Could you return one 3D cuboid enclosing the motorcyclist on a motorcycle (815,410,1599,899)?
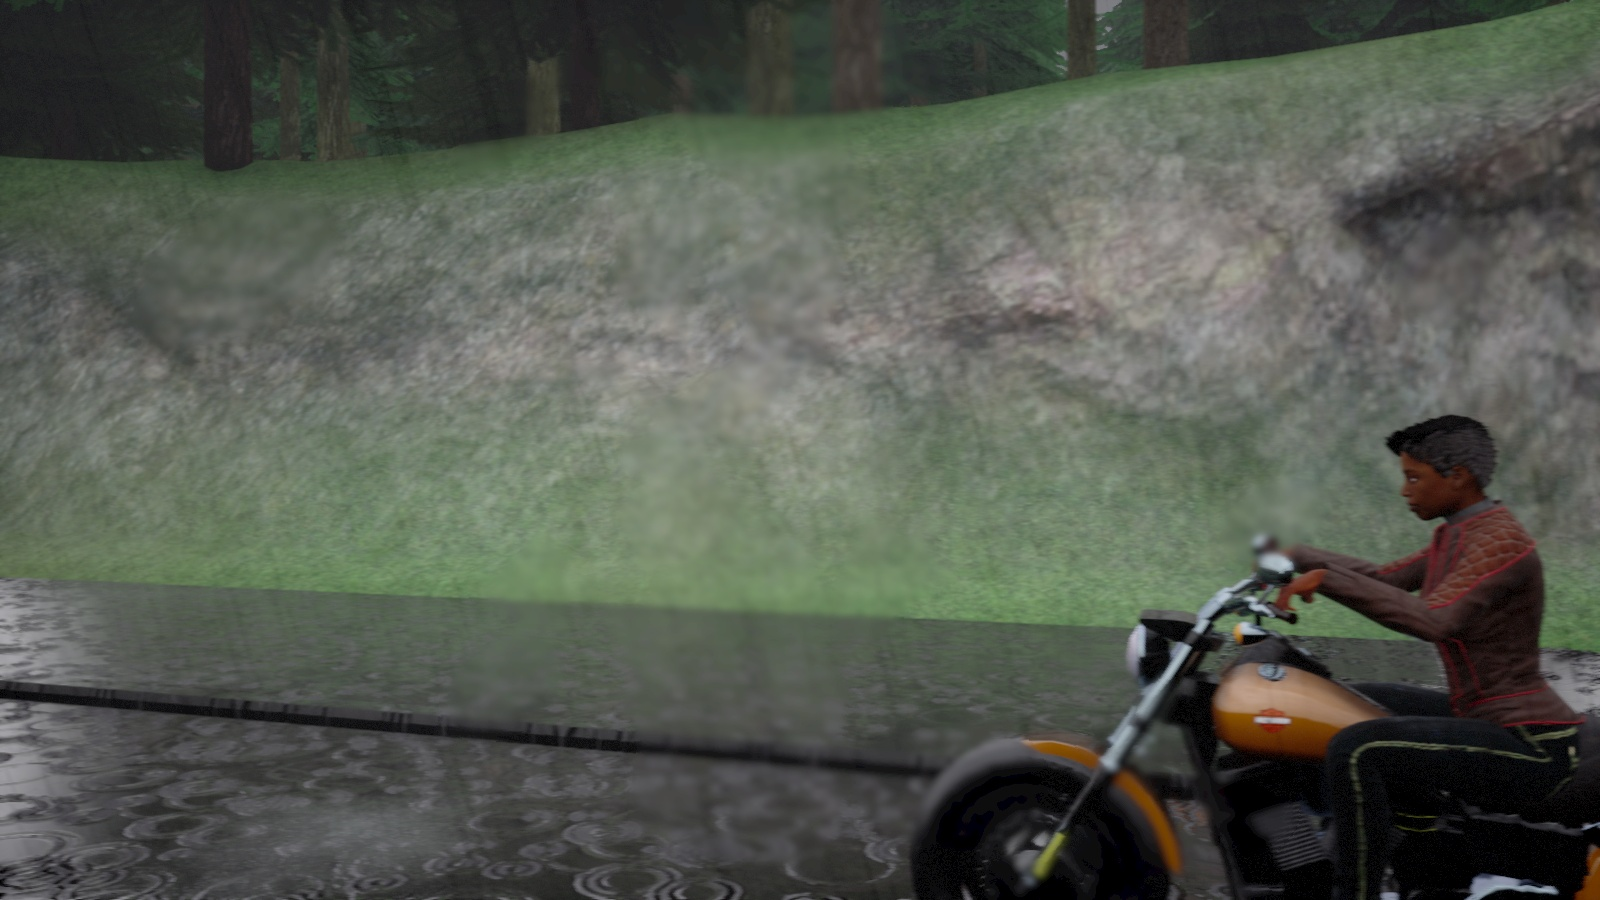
[{"bbox_3d":[1.276,0.729,3.291,2.350,1.649,0.766,0,1,19],"label":"motorcyclist on a motorcycle"}]
